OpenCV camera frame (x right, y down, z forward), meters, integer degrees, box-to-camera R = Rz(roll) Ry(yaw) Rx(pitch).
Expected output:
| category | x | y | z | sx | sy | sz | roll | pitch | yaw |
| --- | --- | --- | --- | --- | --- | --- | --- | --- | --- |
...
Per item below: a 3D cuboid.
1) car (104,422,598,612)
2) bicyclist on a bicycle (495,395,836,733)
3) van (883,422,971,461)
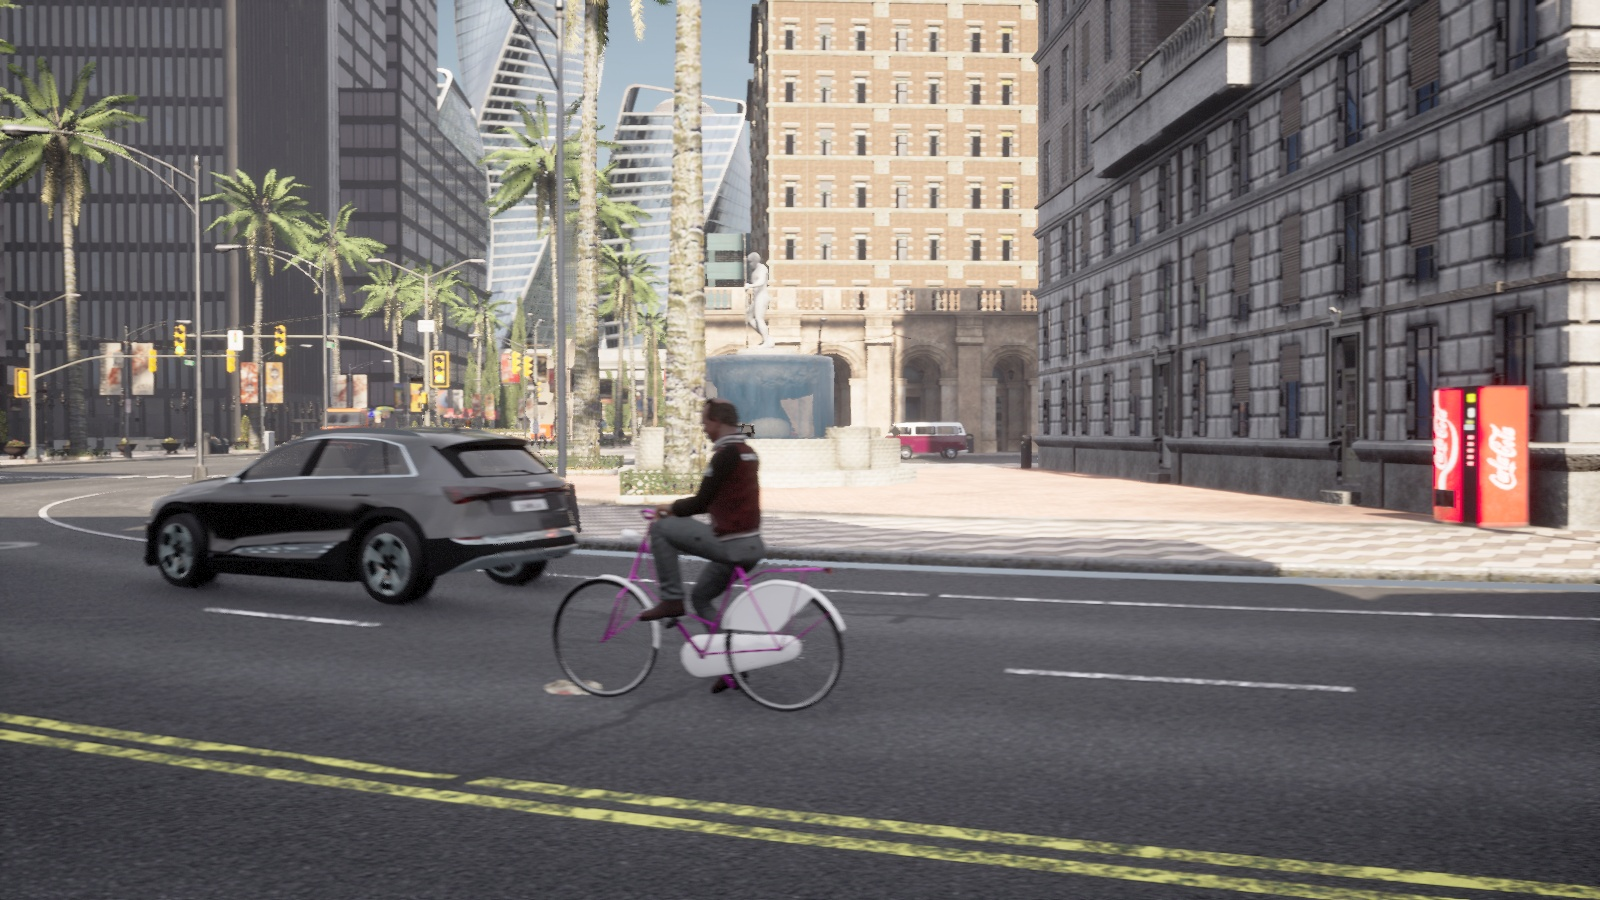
| category | x | y | z | sx | sy | sz | roll | pitch | yaw |
| --- | --- | --- | --- | --- | --- | --- | --- | --- | --- |
| car | -4.667 | 0.542 | 12.922 | 4.856 | 1.649 | 2.033 | 1 | 1 | 28 |
| bicyclist on a bicycle | -0.778 | 0.584 | 7.229 | 1.843 | 1.776 | 0.659 | 1 | 1 | 21 |
| van | 6.869 | -0.462 | 68.353 | 4.480 | 2.038 | 2.069 | 0 | 1 | -3 |
